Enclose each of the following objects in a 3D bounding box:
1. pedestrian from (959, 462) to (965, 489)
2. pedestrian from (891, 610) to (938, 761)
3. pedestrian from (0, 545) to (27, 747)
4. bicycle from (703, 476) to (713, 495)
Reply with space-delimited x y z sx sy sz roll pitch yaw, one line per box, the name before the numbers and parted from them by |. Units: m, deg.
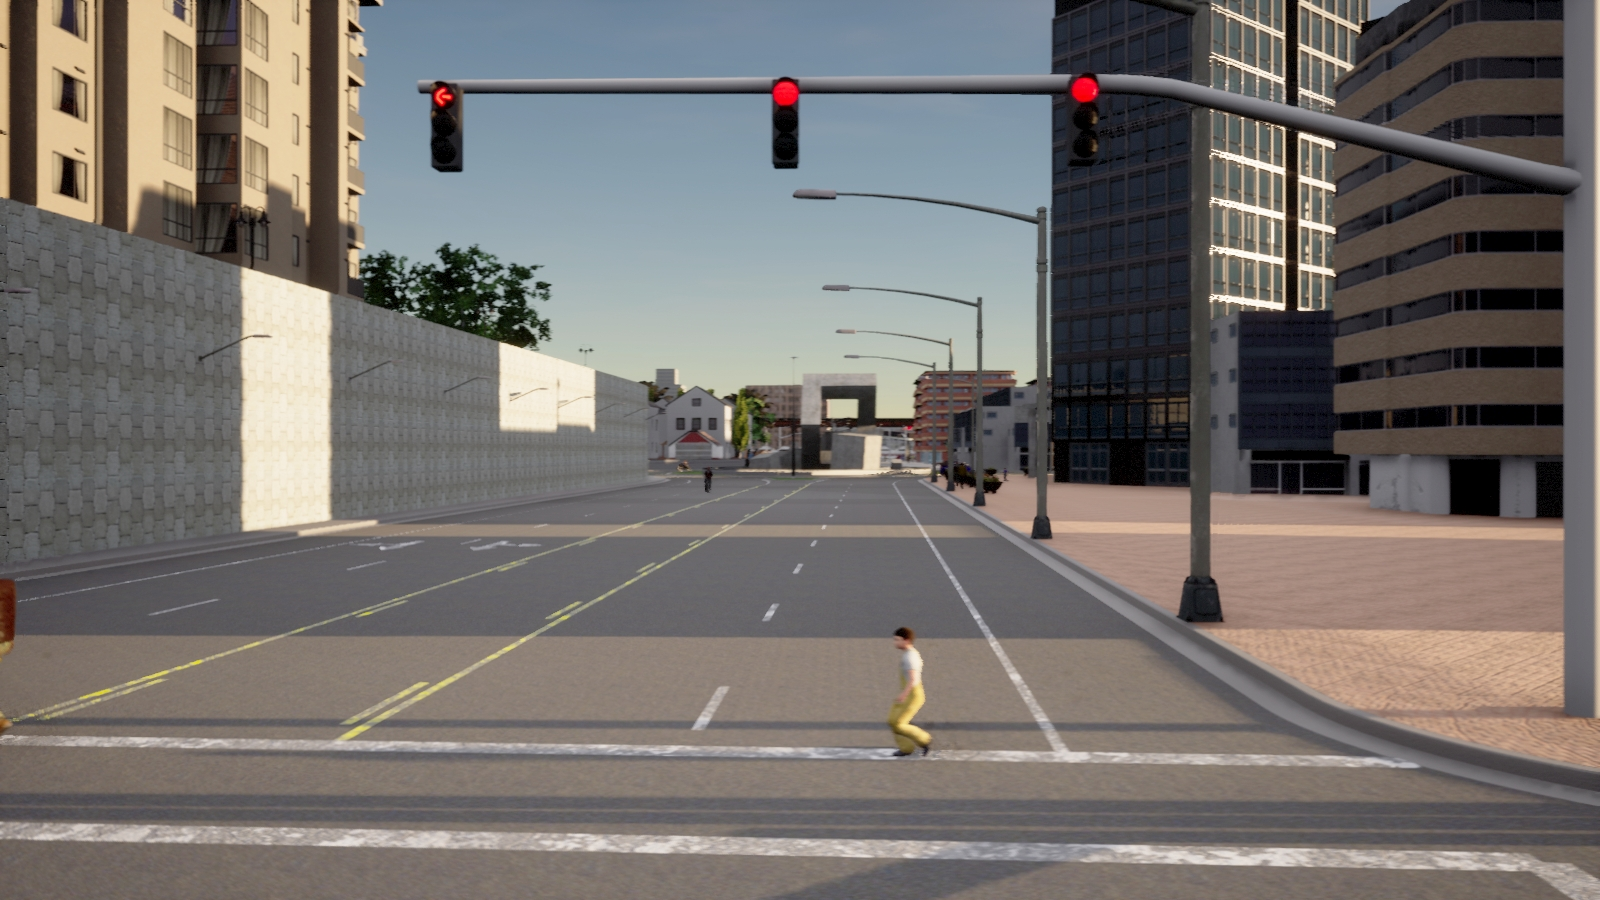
pedestrian | 11.011 1.719 77.547 0.375 1.860 0.375 0 0 4
pedestrian | 1.038 2.132 10.407 0.375 1.300 0.375 0 0 -2
pedestrian | -7.691 1.851 10.899 0.375 1.860 0.375 0 0 -2
bicycle | -5.876 2.253 73.045 0.329 1.126 1.835 0 0 4
